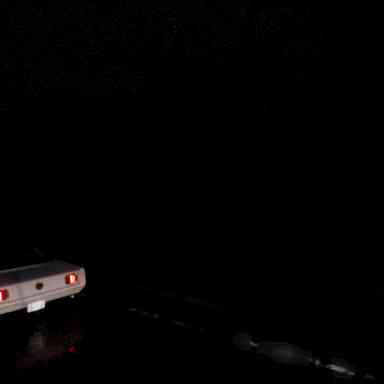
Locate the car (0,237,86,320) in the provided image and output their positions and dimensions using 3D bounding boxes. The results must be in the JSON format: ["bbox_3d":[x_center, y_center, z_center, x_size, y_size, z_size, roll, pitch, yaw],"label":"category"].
[{"bbox_3d":[-4.380,1.599,6.803,4.718,1.301,1.895,0,0,36],"label":"car"}]
